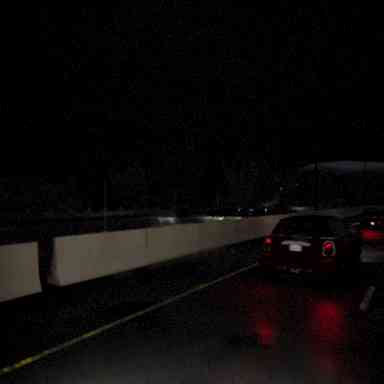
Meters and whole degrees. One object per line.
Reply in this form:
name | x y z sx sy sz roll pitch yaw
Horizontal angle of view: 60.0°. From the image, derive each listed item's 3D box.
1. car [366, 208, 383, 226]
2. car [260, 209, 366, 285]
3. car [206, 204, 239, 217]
car | 14.253 2.016 25.794 1.837 1.490 4.892 0 -1 34
car | 3.839 1.487 10.272 2.097 1.767 4.553 0 -1 34
car | 3.924 2.274 42.073 1.882 1.535 5.008 0 -2 34
